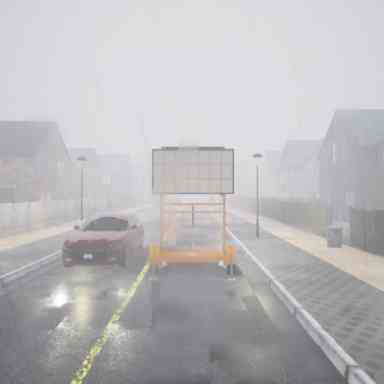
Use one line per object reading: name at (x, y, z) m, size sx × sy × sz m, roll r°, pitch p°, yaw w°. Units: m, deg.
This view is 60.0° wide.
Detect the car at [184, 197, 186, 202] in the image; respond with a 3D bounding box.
car at (-2.535, 1.948, 87.860) m, size 2.128 × 1.511 × 4.902 m, roll 0°, pitch -1°, yaw 0°

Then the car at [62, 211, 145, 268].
car at (-2.825, 1.480, 11.548) m, size 1.882 × 1.535 × 5.008 m, roll 0°, pitch 0°, yaw 0°

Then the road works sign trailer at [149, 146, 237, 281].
road works sign trailer at (0.029, 0.465, 9.852) m, size 2.380 × 3.560 × 2.880 m, roll 0°, pitch 0°, yaw 1°

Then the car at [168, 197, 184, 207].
car at (-2.709, 1.722, 53.972) m, size 1.994 × 1.385 × 4.181 m, roll 0°, pitch 0°, yaw 0°
